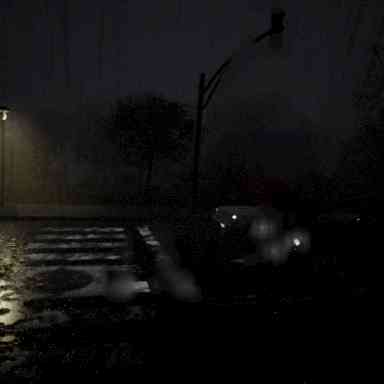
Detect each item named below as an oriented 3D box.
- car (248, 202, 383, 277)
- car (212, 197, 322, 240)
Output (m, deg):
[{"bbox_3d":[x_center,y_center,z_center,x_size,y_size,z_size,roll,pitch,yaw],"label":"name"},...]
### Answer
[{"bbox_3d":[4.044,1.137,8.252,4.718,1.301,1.895,2,5,-16],"label":"car"},{"bbox_3d":[3.140,0.843,11.360,4.718,1.301,1.895,2,5,-16],"label":"car"}]
